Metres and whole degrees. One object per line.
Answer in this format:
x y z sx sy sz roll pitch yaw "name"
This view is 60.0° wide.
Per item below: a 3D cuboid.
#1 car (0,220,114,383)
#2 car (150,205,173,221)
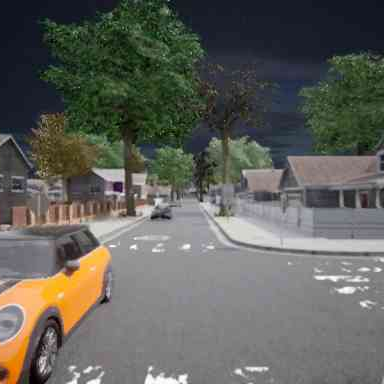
-2.752 1.415 5.388 2.097 1.767 4.553 0 -1 0 "car"
-2.750 1.895 31.196 2.033 1.411 5.357 0 -1 0 "car"
